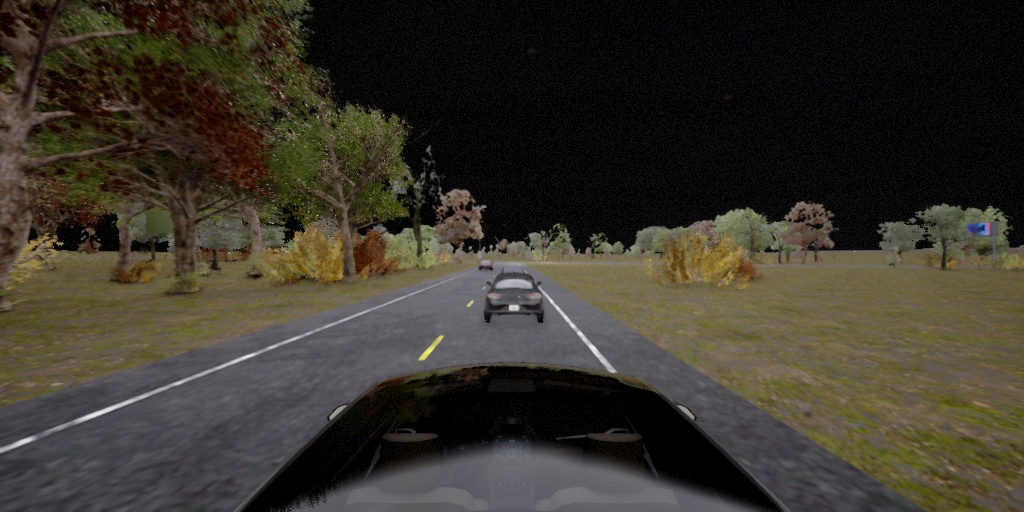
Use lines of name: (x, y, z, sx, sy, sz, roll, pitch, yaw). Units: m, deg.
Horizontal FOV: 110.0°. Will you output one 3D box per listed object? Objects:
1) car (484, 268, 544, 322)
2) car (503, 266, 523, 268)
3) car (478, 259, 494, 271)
car: (0.071, 1.280, 12.235, 1.812, 1.442, 4.674, 0, 0, 0)
car: (0.067, 1.356, 26.291, 1.895, 1.301, 4.718, 0, 0, 0)
car: (-3.575, 1.230, 49.605, 1.882, 1.535, 5.008, 0, 0, 0)
